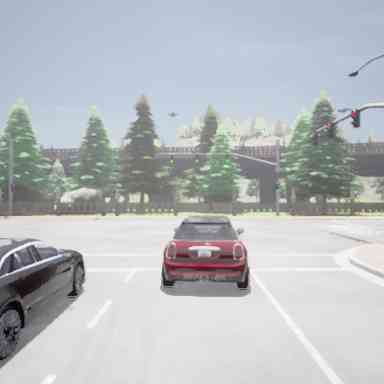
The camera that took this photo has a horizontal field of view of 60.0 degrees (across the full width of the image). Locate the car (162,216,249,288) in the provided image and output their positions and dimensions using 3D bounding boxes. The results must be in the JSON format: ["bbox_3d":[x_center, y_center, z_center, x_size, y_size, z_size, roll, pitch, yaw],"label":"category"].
[{"bbox_3d":[0.476,1.472,9.798,2.097,1.767,4.553,0,-1,5],"label":"car"}]

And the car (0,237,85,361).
[{"bbox_3d":[-3.429,1.565,5.983,2.128,1.511,4.902,0,-1,0],"label":"car"}]
